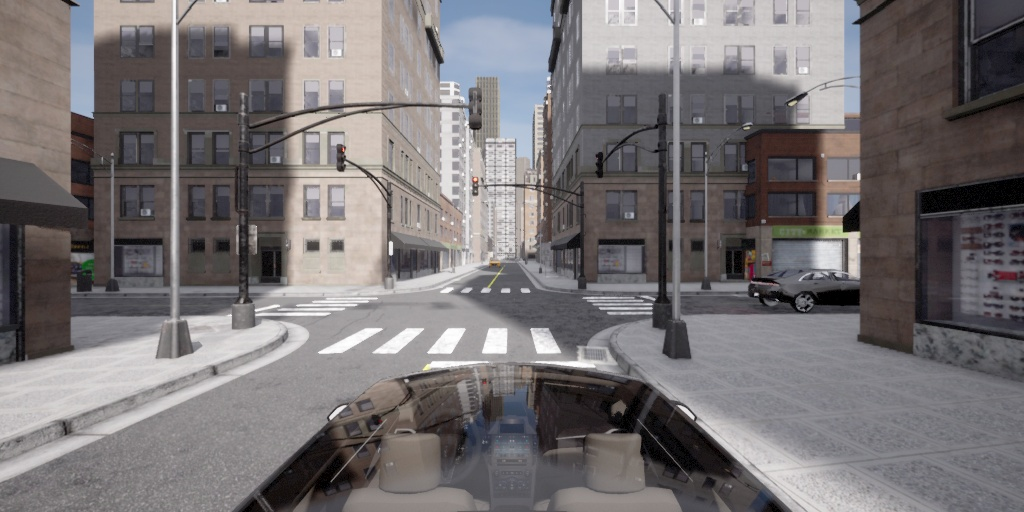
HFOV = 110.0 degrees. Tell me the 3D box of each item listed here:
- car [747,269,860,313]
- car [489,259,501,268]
[{"bbox_3d":[11.430,1.207,13.207,4.902,1.511,2.128,0,0,0],"label":"car"},{"bbox_3d":[-2.985,1.196,62.894,1.882,1.535,5.008,0,0,0],"label":"car"}]
